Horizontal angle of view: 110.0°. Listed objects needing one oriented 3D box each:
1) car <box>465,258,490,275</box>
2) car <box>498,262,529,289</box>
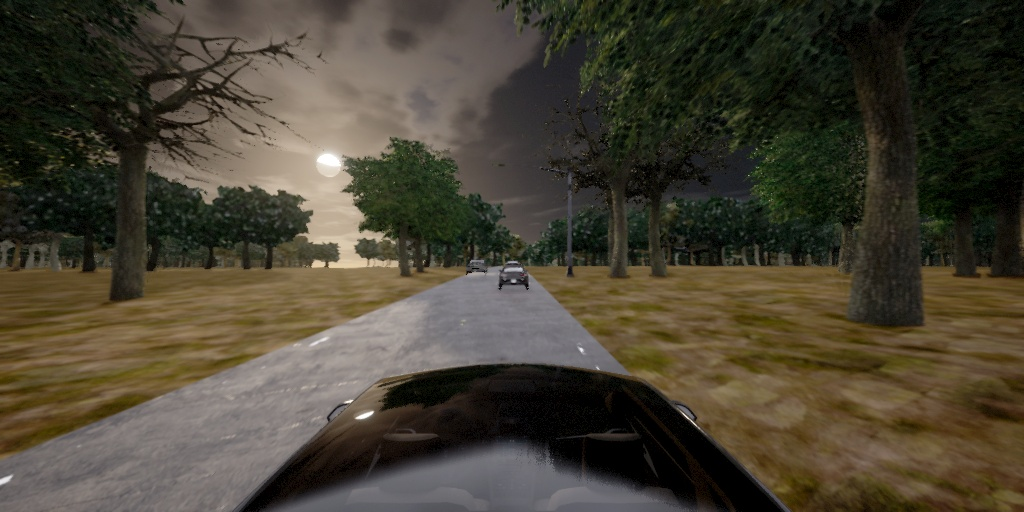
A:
[{"bbox_3d":[-2.998,0.904,31.705,1.837,1.490,4.892,0,0,0],"label":"car"},{"bbox_3d":[0.101,1.290,23.214,1.812,1.442,4.674,0,0,0],"label":"car"}]
